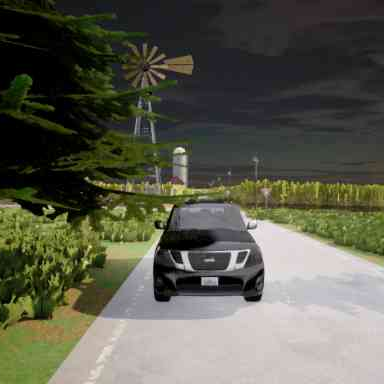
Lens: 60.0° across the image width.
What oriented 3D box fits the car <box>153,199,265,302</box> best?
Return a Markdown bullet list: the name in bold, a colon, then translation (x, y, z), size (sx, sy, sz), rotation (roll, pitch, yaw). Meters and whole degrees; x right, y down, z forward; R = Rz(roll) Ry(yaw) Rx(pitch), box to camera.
- **car**: translation (0.330, 1.224, 8.634), size (2.150, 2.045, 5.566), rotation (0, 0, 0)
